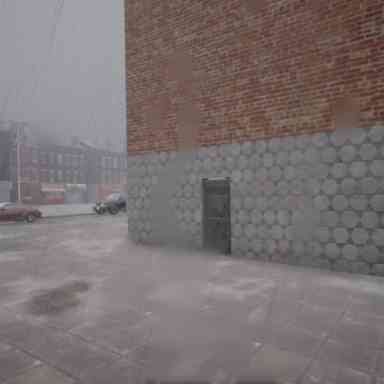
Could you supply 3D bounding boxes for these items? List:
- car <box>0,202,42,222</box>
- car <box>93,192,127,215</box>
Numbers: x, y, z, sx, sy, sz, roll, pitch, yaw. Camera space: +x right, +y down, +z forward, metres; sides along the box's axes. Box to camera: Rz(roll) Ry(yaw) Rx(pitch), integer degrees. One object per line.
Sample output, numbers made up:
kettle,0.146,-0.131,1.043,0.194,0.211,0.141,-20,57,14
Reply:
car,-12.860,1.473,23.071,1.812,1.442,4.674,-2,0,37
car,-6.747,1.055,31.740,2.150,2.045,5.566,-2,0,35
